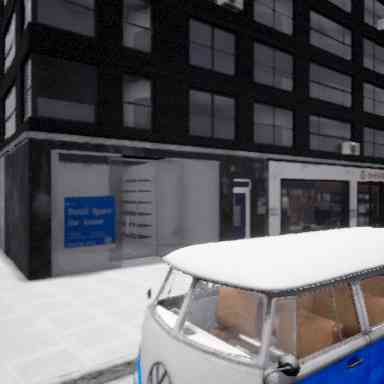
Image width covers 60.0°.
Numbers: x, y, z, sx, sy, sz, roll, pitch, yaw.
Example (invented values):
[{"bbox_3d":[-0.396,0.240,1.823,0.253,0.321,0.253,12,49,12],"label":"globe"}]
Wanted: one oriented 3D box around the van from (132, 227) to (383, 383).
[{"bbox_3d":[1.372,1.337,3.385,3.998,1.788,1.690,0,0,-35],"label":"van"}]
